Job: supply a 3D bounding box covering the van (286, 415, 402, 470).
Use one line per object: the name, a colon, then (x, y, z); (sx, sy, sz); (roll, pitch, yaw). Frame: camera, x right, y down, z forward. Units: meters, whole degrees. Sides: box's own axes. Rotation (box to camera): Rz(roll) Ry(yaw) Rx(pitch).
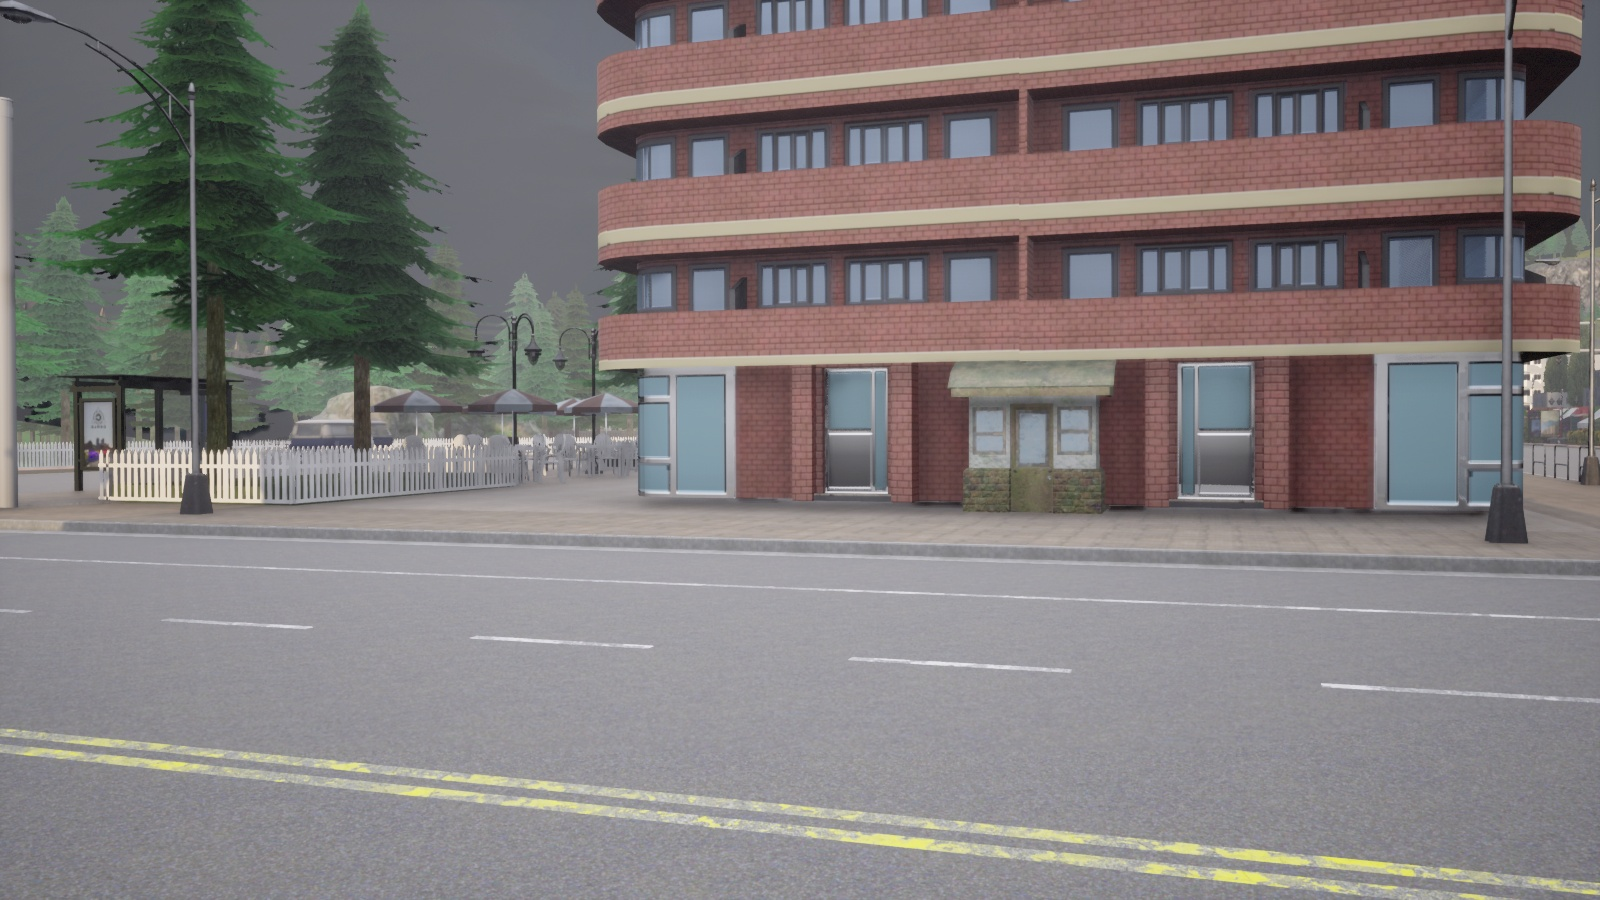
van: (-17.345, -0.310, 48.033); (1.775, 1.987, 4.442); (0, 1, 19)
